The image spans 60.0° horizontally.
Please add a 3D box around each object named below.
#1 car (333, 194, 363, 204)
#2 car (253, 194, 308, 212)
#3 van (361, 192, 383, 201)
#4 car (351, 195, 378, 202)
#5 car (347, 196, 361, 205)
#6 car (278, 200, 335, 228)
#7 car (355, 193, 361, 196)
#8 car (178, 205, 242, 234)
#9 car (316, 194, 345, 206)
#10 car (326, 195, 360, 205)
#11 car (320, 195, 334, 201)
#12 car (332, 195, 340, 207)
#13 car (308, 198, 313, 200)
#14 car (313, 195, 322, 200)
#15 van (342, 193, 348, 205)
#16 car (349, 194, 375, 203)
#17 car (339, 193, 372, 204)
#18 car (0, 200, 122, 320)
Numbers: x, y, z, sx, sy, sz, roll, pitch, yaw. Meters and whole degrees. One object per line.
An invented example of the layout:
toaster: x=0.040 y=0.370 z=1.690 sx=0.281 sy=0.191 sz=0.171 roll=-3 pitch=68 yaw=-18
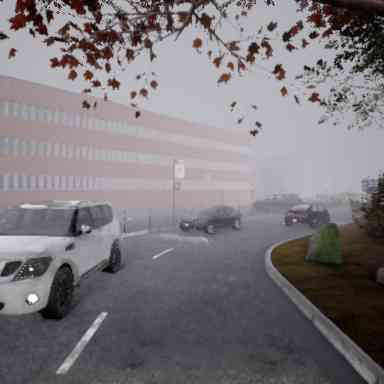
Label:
car: x=28.995 y=1.303 z=61.806 sx=4.553 sy=1.767 sz=2.185 roll=0 pitch=0 yaw=38
car: x=9.636 y=1.238 z=37.487 sx=5.566 sy=2.045 sz=2.435 roll=0 pitch=0 yaw=38
van: x=43.193 y=1.120 z=79.573 sx=4.442 sy=1.987 sz=1.878 roll=0 pitch=1 yaw=38
car: x=37.744 y=1.396 z=72.900 sx=5.008 sy=1.535 sz=2.097 roll=0 pitch=0 yaw=38
car: x=19.233 y=1.522 z=37.080 sx=1.882 sy=1.535 sz=5.008 roll=0 pitch=0 yaw=39
car: x=7.958 y=1.552 z=22.849 sx=1.837 sy=1.490 sz=4.892 roll=0 pitch=0 yaw=38
car: x=25.604 y=1.439 z=57.282 sx=5.366 sy=1.575 sz=1.946 roll=0 pitch=0 yaw=38
car: x=1.178 y=1.525 z=19.534 sx=1.837 sy=1.490 sz=4.892 roll=0 pitch=0 yaw=37
car: x=20.169 y=1.490 z=50.774 sx=4.792 sy=1.488 sz=2.163 roll=0 pitch=0 yaw=38
car: x=27.069 y=1.431 z=59.727 sx=5.366 sy=1.575 sz=1.946 roll=0 pitch=0 yaw=38
car: x=16.678 y=1.513 z=46.329 sx=4.674 sy=1.452 sz=2.002 roll=0 pitch=0 yaw=38
car: x=18.438 y=1.507 z=48.540 sx=4.674 sy=1.452 sz=2.002 roll=0 pitch=0 yaw=38
car: x=11.410 y=1.526 z=39.686 sx=4.674 sy=1.452 sz=2.002 roll=0 pitch=0 yaw=38
car: x=13.165 y=1.483 z=41.903 sx=5.008 sy=1.535 sz=2.097 roll=0 pitch=0 yaw=38
van: x=22.039 y=1.229 z=52.896 sx=4.442 sy=1.987 sz=1.878 roll=0 pitch=0 yaw=38
car: x=36.017 y=1.278 z=70.662 sx=4.553 sy=1.767 sz=2.185 roll=0 pitch=0 yaw=38
car: x=32.504 y=1.165 z=66.236 sx=5.566 sy=2.045 sz=2.435 roll=0 pitch=0 yaw=38
car: x=-3.238 y=1.229 z=7.724 sx=2.150 sy=2.045 sz=5.566 roll=0 pitch=0 yaw=3
